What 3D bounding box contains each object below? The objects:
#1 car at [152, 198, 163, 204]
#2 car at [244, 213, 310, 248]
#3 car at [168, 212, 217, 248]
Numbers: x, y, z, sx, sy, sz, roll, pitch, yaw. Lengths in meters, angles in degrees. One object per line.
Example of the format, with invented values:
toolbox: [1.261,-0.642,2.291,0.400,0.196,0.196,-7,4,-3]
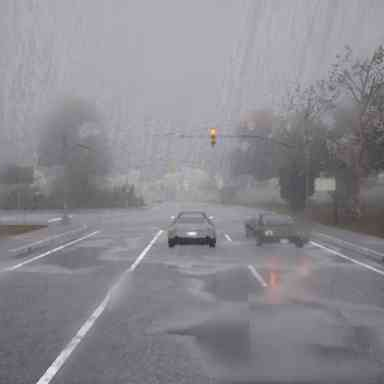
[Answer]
car: [-8.245,2.065,79.019,2.033,1.411,5.357,0,-1,-16]
car: [3.500,1.593,14.681,1.895,1.301,4.718,0,0,0]
car: [0.000,1.549,14.651,1.994,1.385,4.181,0,0,0]
